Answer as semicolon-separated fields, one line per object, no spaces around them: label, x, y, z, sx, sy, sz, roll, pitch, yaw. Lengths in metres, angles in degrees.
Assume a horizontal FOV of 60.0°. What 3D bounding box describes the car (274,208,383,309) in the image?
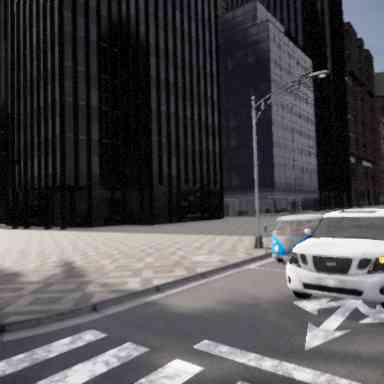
car;4.468;1.482;8.761;2.150;2.045;5.566;-4;-3;39

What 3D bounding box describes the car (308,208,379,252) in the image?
car;8.133;1.847;17.587;2.192;1.841;5.009;-4;-3;39

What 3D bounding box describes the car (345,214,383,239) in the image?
car;11.689;2.199;22.008;1.802;1.307;4.206;-4;-3;39

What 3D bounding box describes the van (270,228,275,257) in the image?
van;4.587;1.789;13.154;1.690;1.788;3.998;-4;-3;39
